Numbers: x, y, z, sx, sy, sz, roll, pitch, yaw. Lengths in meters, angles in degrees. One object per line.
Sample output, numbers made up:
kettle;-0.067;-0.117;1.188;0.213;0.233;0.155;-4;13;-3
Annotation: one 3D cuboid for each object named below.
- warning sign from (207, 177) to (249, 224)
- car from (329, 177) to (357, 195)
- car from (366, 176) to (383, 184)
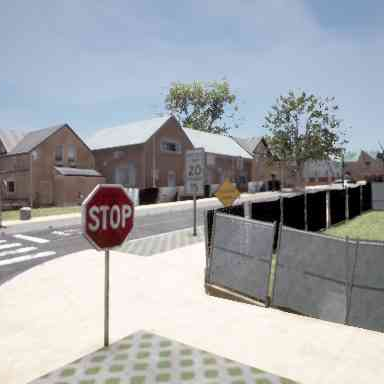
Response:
warning sign;1.505;0.366;13.981;1.300;1.860;1.060;-4;-3;41
car;15.446;-0.529;34.007;1.812;1.442;4.674;0;3;41
car;25.216;-1.393;45.384;1.882;1.535;5.008;0;3;41
